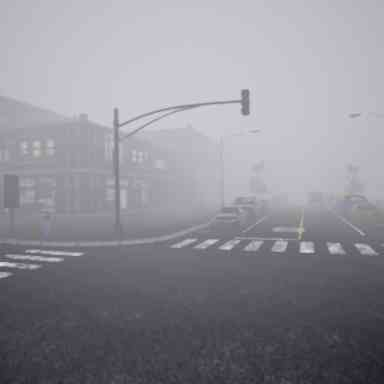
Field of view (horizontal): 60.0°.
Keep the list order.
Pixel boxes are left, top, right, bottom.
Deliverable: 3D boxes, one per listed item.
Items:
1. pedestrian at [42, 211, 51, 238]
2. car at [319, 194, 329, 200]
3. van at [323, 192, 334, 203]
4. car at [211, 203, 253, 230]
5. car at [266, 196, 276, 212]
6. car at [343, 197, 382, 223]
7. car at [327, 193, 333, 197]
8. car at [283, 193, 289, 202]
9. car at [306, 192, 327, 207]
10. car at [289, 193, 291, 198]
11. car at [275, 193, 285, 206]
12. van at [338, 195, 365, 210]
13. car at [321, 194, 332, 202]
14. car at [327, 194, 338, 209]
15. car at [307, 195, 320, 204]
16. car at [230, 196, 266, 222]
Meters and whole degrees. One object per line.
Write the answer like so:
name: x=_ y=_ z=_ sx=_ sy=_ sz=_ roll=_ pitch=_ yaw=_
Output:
pedestrian: x=-6.846 y=1.475 z=15.665 sx=0.375 sy=1.300 sz=0.375 roll=-1 pitch=-1 yaw=18
car: x=30.087 y=1.151 z=76.029 sx=1.947 sy=1.339 sz=4.313 roll=-1 pitch=0 yaw=19
van: x=24.704 y=0.995 z=60.269 sx=1.690 sy=1.788 sz=3.998 roll=-1 pitch=0 yaw=19
car: x=2.426 y=1.577 z=20.950 sx=1.802 sy=1.307 sz=4.206 roll=-1 pitch=0 yaw=19
car: x=7.807 y=1.475 z=36.710 sx=2.008 sy=1.369 sz=4.403 roll=-1 pitch=0 yaw=19
car: x=12.203 y=1.342 z=23.658 sx=1.752 sy=1.417 sz=4.829 roll=-1 pitch=0 yaw=19
car: x=21.119 y=1.267 z=49.763 sx=1.947 sy=1.339 sz=4.313 roll=-1 pitch=0 yaw=19
car: x=16.776 y=1.359 z=62.975 sx=2.008 sy=1.369 sz=4.403 roll=-1 pitch=0 yaw=19
car: x=17.686 y=0.983 z=47.745 sx=2.150 sy=2.045 sz=5.566 roll=-1 pitch=0 yaw=19
car: x=18.566 y=1.100 z=68.229 sx=2.192 sy=1.841 sz=5.009 roll=-1 pitch=0 yaw=19
car: x=13.133 y=1.380 z=52.308 sx=1.752 sy=1.417 sz=4.829 roll=-1 pitch=0 yaw=19
van: x=13.940 y=1.135 z=28.751 sx=1.690 sy=1.788 sz=3.998 roll=-1 pitch=0 yaw=19
car: x=26.555 y=1.156 z=65.683 sx=1.752 sy=1.417 sz=4.829 roll=-1 pitch=0 yaw=19
car: x=17.530 y=1.298 z=39.257 sx=2.008 sy=1.369 sz=4.403 roll=-1 pitch=0 yaw=19
car: x=21.065 y=1.282 z=57.939 sx=1.994 sy=1.385 sz=4.181 roll=-1 pitch=0 yaw=19
car: x=4.216 y=1.286 z=26.203 sx=2.192 sy=1.841 sz=5.009 roll=-1 pitch=0 yaw=19
